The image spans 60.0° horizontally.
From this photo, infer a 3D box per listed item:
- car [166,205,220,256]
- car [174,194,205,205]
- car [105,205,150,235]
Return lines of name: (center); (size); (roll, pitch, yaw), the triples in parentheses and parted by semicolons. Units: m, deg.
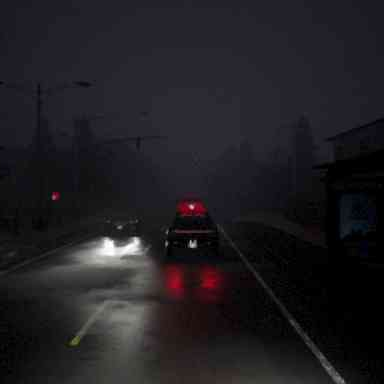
car: (0.040, 1.487, 13.055); (2.128, 1.511, 4.902); (0, 0, 1)
car: (-0.184, 1.210, 26.680); (2.150, 2.045, 5.566); (0, 0, -4)
car: (-3.545, 1.484, 18.871); (2.128, 1.511, 4.902); (0, 0, 1)
